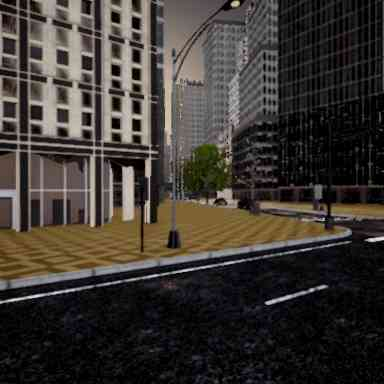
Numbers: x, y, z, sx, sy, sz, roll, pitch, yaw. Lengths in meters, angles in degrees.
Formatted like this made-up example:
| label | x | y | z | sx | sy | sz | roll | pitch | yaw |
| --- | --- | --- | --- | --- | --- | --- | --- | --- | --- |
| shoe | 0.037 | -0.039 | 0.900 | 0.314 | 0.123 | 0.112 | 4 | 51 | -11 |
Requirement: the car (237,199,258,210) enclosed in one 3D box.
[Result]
| label | x | y | z | sx | sy | sz | roll | pitch | yaw |
| --- | --- | --- | --- | --- | --- | --- | --- | --- | --- |
| car | 7.515 | 1.624 | 44.962 | 1.882 | 1.535 | 5.008 | 0 | 0 | -7 |

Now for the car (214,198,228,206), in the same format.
| label | x | y | z | sx | sy | sz | roll | pitch | yaw |
| --- | --- | --- | --- | --- | --- | --- | --- | --- | --- |
| car | 5.328 | 1.781 | 61.918 | 1.812 | 1.442 | 4.674 | 0 | 0 | -7 |
